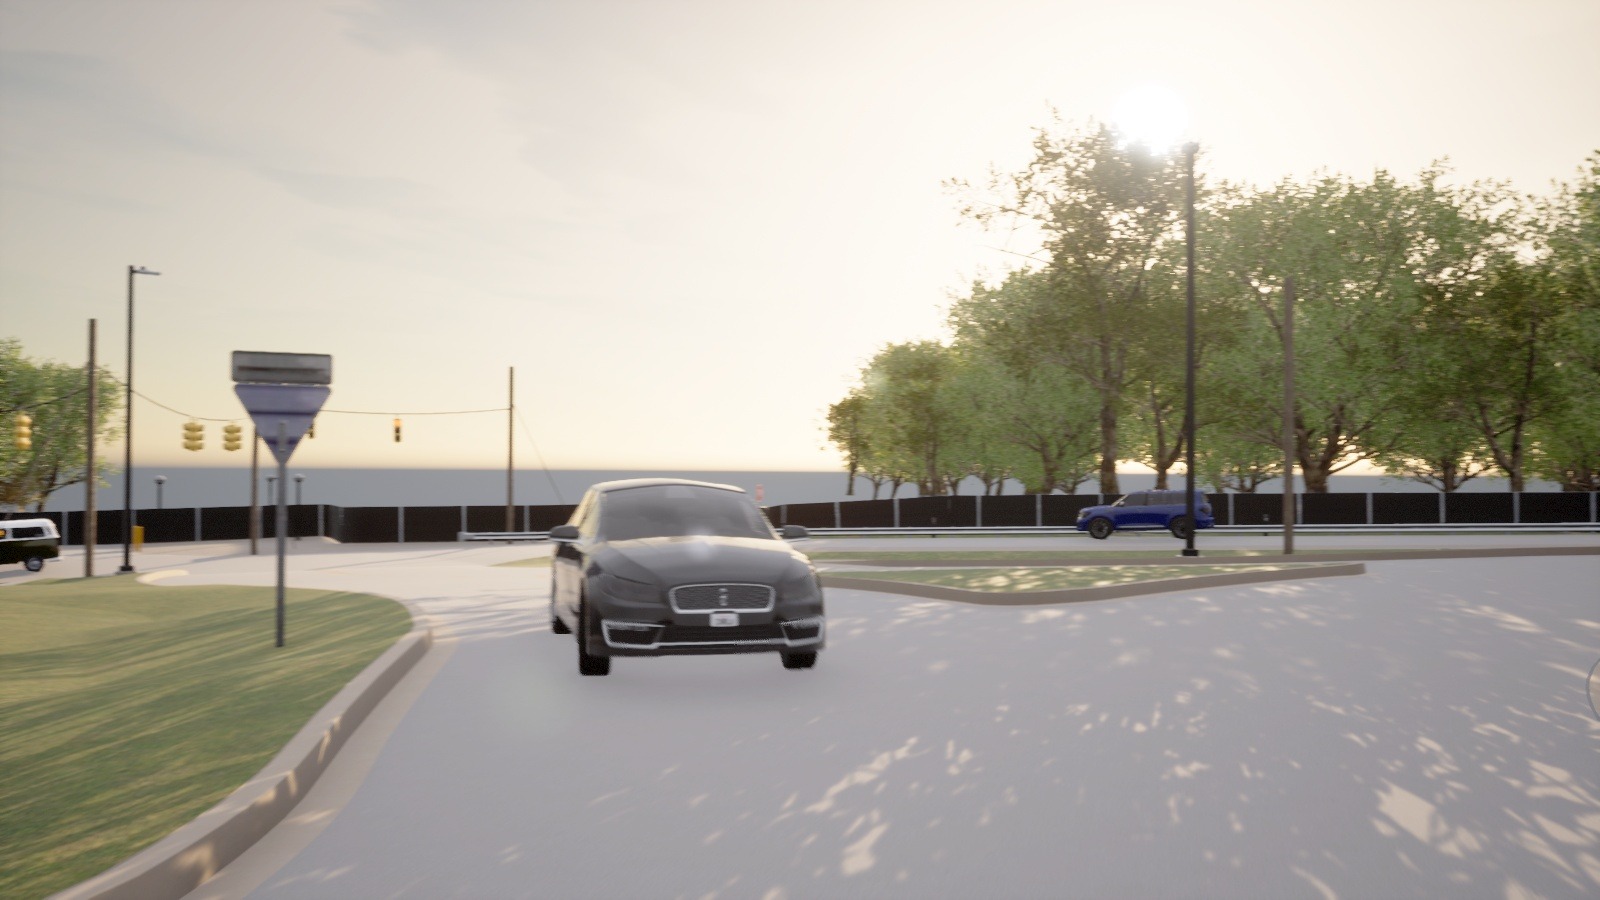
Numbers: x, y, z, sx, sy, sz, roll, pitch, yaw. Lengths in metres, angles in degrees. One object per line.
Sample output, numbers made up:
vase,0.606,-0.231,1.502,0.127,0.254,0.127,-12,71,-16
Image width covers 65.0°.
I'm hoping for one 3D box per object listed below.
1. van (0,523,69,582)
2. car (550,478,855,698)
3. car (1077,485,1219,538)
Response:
van,-31.594,4.095,49.639,4.480,2.038,2.069,-3,2,-33
car,-1.125,1.030,11.166,1.837,1.490,4.892,1,-2,-15
car,14.550,2.577,52.535,5.566,2.045,2.150,-2,-1,18
